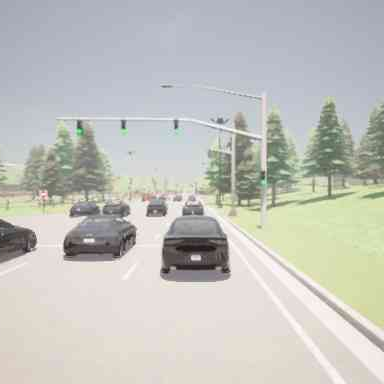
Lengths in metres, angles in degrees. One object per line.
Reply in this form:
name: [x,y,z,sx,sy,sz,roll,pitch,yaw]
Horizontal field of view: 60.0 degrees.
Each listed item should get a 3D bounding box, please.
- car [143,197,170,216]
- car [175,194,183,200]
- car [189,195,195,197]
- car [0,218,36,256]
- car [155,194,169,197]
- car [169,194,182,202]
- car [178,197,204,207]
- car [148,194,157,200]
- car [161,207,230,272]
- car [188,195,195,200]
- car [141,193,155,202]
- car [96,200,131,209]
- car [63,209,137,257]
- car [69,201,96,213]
car: [-3.407,1.533,33.295,1.837,1.490,4.892,0,0,0]
car: [-3.518,1.385,88.635,1.882,1.535,5.008,0,0,0]
car: [-0.016,1.612,78.632,1.994,1.385,4.181,0,0,0]
car: [-6.904,1.534,10.876,1.812,1.442,4.674,0,0,0]
car: [-7.016,1.558,78.214,1.837,1.490,4.892,0,0,0]
car: [-3.516,1.583,78.214,2.128,1.511,4.902,0,0,0]
car: [0.094,1.517,30.290,2.128,1.511,4.902,0,0,0]
car: [-10.518,1.385,88.633,1.882,1.535,5.008,0,0,0]
car: [0.098,1.487,10.828,1.882,1.535,5.008,0,0,0]
car: [-0.018,1.432,88.635,1.812,1.442,4.674,0,0,0]
car: [-10.516,1.283,78.243,2.150,2.045,5.566,0,0,0]
car: [-6.906,1.517,30.753,2.128,1.511,4.902,0,0,0]
car: [-3.403,1.575,12.990,1.994,1.385,4.181,0,0,0]
car: [-10.406,1.591,32.552,1.994,1.385,4.181,0,0,0]
